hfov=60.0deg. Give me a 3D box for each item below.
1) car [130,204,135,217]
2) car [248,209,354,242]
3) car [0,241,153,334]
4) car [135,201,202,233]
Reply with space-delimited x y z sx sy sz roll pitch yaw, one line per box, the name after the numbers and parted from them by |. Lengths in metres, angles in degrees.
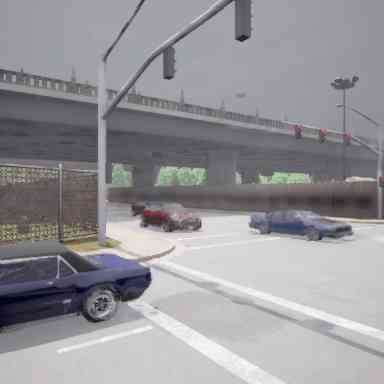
-3.857 1.548 29.828 2.128 1.511 4.902 0 0 -36 | car
5.297 1.580 17.011 2.033 1.411 5.357 0 0 -36 | car
-3.167 1.600 5.646 4.718 1.301 1.895 0 0 -35 | car
-1.365 1.408 20.316 2.097 1.767 4.553 0 0 -36 | car
